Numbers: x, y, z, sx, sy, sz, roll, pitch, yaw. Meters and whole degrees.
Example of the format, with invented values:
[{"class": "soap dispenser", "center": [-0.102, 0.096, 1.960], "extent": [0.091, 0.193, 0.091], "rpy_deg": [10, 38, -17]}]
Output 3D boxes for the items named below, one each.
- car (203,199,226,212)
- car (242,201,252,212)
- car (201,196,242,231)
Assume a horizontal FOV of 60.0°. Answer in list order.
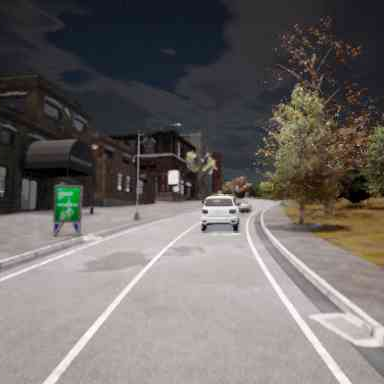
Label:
[{"class": "car", "center": [2.947, 1.663, 42.107], "extent": [1.837, 1.490, 4.892], "rpy_deg": [-2, -1, 17]}, {"class": "car", "center": [5.927, 1.661, 39.132], "extent": [1.895, 1.301, 4.718], "rpy_deg": [-2, 0, 16]}, {"class": "car", "center": [1.907, 1.272, 21.331], "extent": [2.150, 2.045, 5.566], "rpy_deg": [-1, 0, 9]}]
